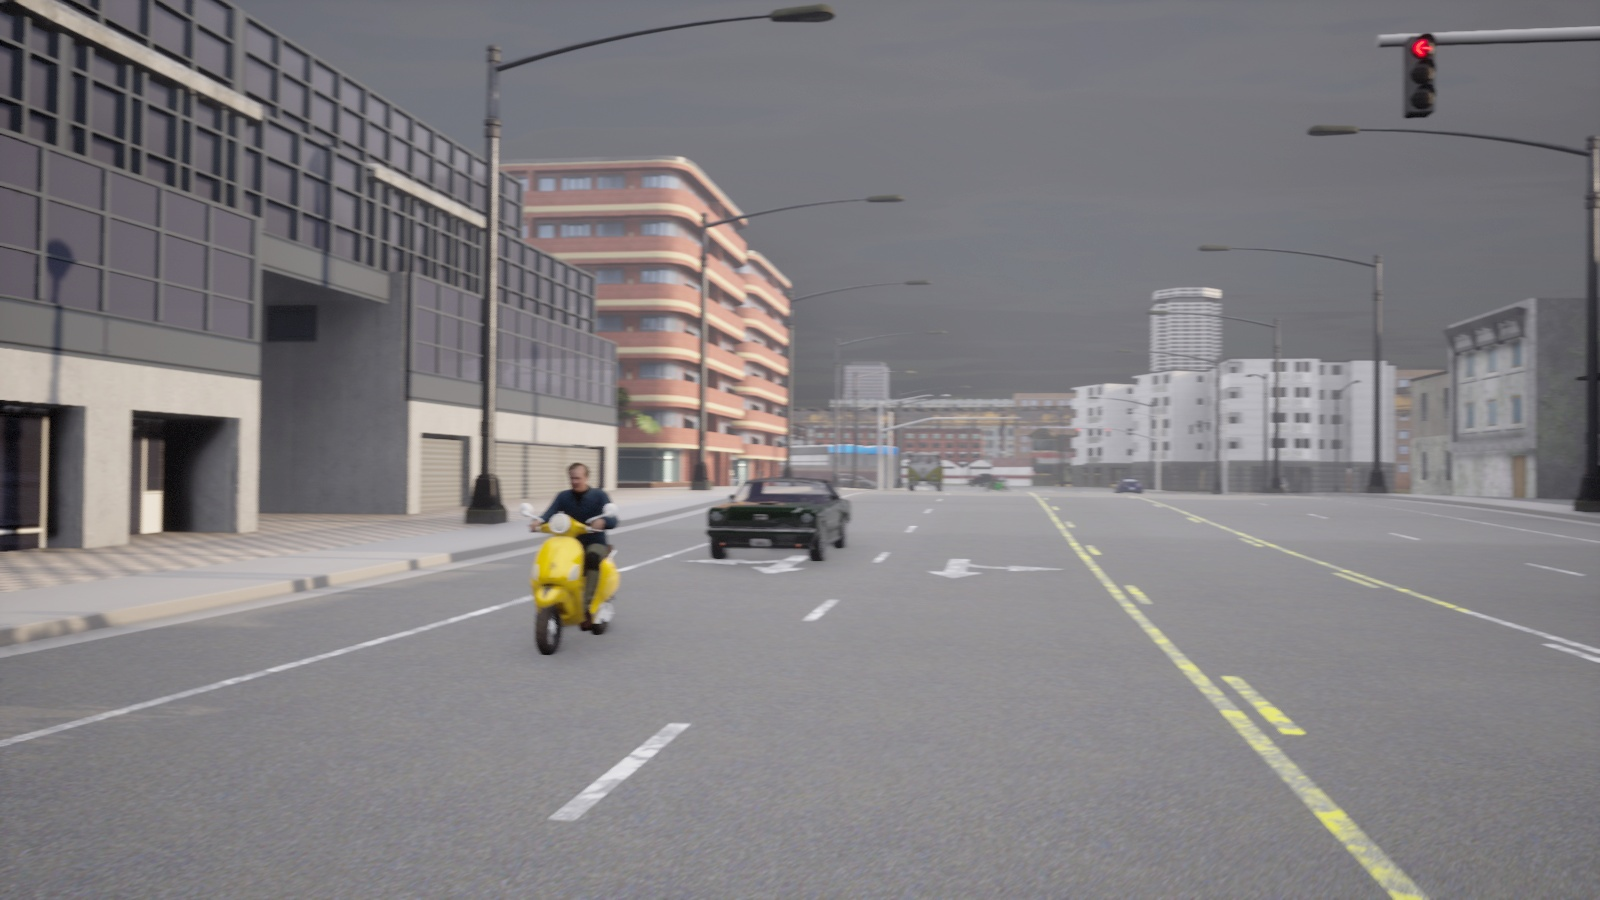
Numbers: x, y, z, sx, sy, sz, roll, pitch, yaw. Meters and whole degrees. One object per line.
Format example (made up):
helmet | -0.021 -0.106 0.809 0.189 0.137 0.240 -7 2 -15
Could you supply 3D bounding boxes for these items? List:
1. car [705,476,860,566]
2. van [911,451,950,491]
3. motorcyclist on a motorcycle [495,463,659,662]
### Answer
car | -0.172 1.143 21.774 1.895 1.301 4.718 0 0 9
van | 6.851 1.114 65.568 1.775 1.987 4.442 0 -2 9
motorcyclist on a motorcycle | -1.899 0.920 11.017 0.866 1.590 1.817 0 -1 9
